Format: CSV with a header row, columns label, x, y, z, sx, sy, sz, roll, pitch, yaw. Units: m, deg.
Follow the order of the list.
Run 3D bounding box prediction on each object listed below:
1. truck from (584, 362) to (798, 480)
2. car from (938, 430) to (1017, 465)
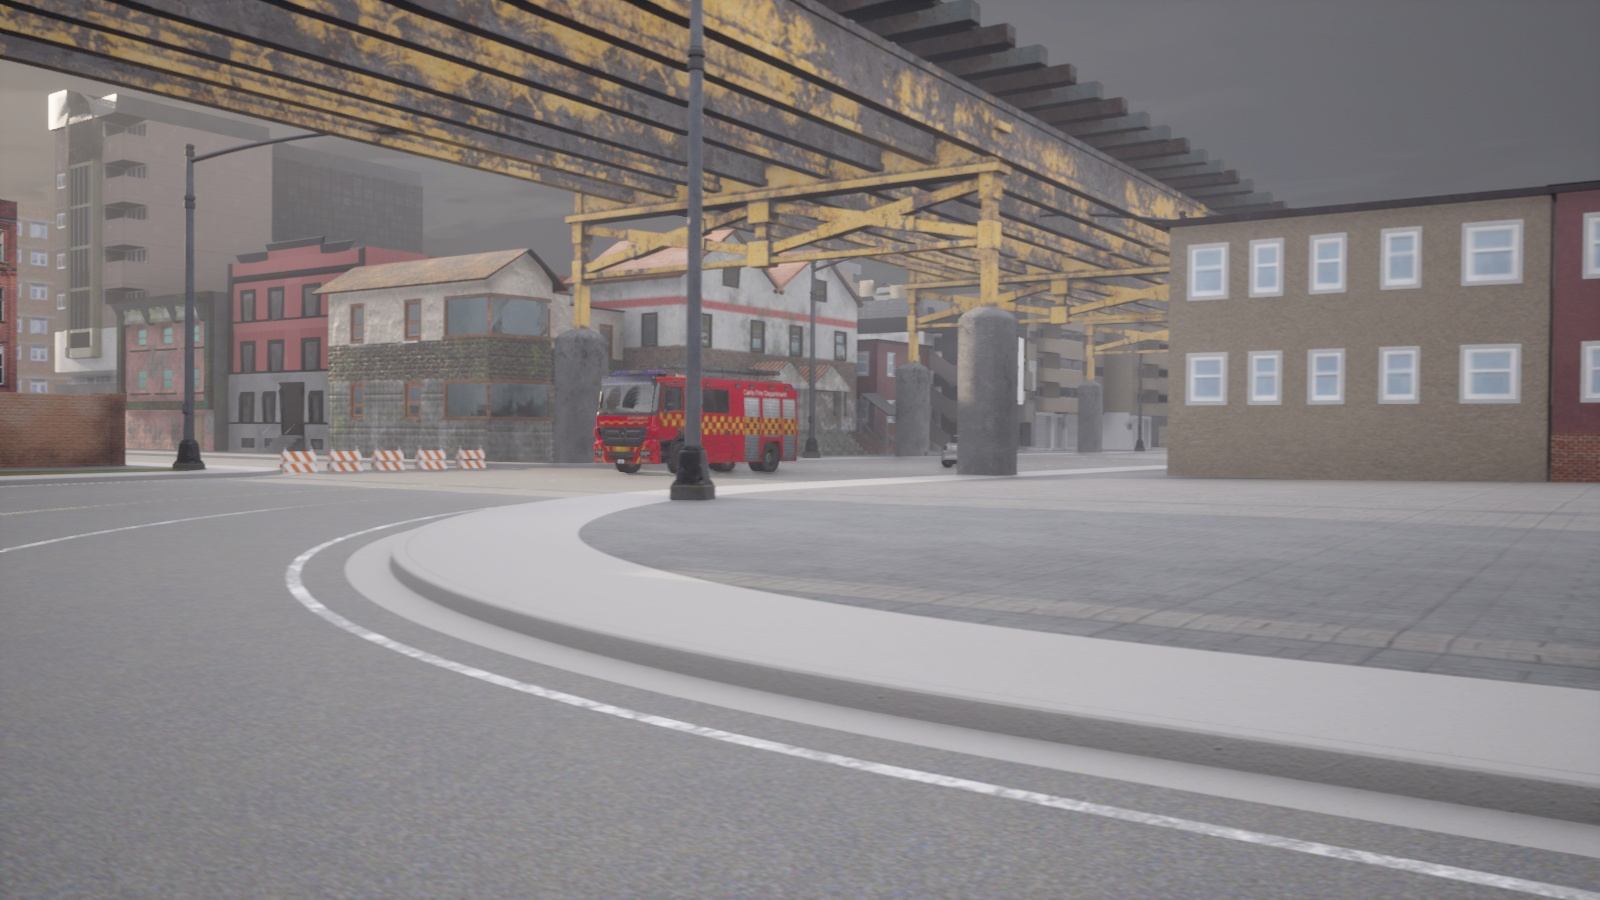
label,x,y,z,sx,sy,sz,roll,pitch,yaw
truck,-3.712,-1.016,45.203,2.891,3.827,8.468,0,1,35
car,7.925,-0.137,55.827,1.970,1.475,3.806,0,1,34
